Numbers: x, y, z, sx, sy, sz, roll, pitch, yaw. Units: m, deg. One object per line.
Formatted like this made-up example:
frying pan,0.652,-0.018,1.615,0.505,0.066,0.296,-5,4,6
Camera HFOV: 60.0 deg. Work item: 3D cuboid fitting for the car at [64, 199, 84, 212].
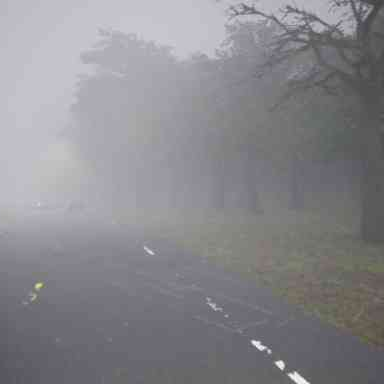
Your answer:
car,-15.403,1.806,43.786,1.837,1.490,4.892,-1,0,-23

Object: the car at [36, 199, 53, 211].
car,-21.582,1.780,48.732,2.097,1.767,4.553,-1,0,-24

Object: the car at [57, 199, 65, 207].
car,-24.183,1.998,62.640,2.033,1.411,5.357,-1,0,-26
